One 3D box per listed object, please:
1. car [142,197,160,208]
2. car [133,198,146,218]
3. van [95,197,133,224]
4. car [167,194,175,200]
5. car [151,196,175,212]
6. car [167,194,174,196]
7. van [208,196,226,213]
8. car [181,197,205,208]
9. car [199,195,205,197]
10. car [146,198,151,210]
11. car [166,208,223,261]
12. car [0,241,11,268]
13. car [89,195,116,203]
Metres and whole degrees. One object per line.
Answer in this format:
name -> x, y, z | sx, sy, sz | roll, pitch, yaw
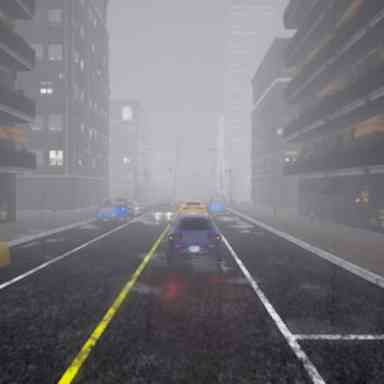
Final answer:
car -> -5.710, 1.490, 46.695 | 2.008, 1.369, 4.403 | -1, 0, 0
car -> -5.707, 1.510, 29.703 | 2.008, 1.369, 4.403 | -1, 0, 0
van -> -5.709, 1.308, 24.039 | 1.690, 1.788, 3.998 | -1, 0, 0
car -> -5.719, 1.338, 90.411 | 1.967, 1.590, 4.097 | -1, 0, 0
car -> -3.094, 1.514, 37.203 | 1.994, 1.385, 4.181 | 0, 0, 0
car -> -5.716, 1.447, 84.762 | 1.887, 1.381, 4.507 | -1, 0, 0
van -> 2.669, 1.293, 35.333 | 1.690, 1.788, 3.998 | -1, 0, 0
car -> 0.085, 1.439, 27.822 | 1.882, 1.535, 5.008 | 0, 0, 0
car -> 2.630, 1.442, 90.469 | 1.887, 1.381, 4.507 | -1, 0, 0
car -> -5.709, 1.471, 40.861 | 1.752, 1.417, 4.829 | -1, 0, 0
car -> 0.086, 1.508, 12.125 | 1.812, 1.442, 4.674 | 0, 0, 0
car -> -5.703, 1.516, 6.878 | 1.752, 1.417, 4.829 | -1, 0, 0
car -> -17.896, 1.420, 66.664 | 4.829, 1.417, 1.752 | 0, 1, 0
